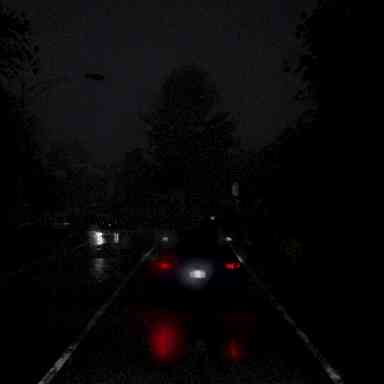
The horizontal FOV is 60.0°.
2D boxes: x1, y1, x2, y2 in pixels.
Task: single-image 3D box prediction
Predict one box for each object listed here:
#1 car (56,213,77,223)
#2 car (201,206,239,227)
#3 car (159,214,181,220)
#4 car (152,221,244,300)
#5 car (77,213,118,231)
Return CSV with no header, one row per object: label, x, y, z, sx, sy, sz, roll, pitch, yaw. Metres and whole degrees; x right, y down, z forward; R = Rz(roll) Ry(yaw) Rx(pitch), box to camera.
car,-19.012,4.039,51.840,1.882,1.535,5.008,-2,-4,16
car,2.325,2.174,27.023,2.150,2.045,5.566,-2,-4,17
car,-4.556,4.857,64.364,4.718,1.301,1.895,1,-4,-6
car,0.134,1.657,8.641,1.994,1.385,4.181,0,-1,1
car,-8.296,2.629,29.665,1.837,1.490,4.892,4,-5,-37
